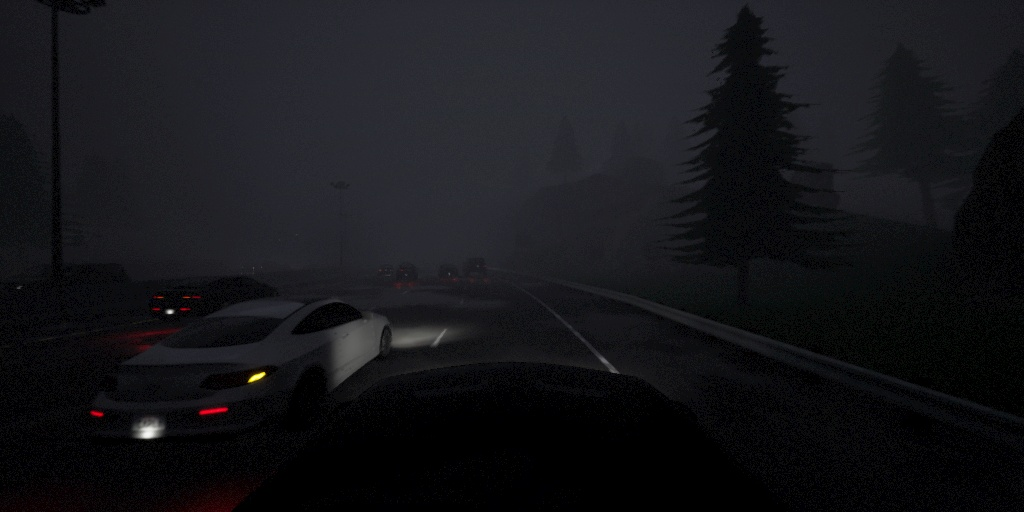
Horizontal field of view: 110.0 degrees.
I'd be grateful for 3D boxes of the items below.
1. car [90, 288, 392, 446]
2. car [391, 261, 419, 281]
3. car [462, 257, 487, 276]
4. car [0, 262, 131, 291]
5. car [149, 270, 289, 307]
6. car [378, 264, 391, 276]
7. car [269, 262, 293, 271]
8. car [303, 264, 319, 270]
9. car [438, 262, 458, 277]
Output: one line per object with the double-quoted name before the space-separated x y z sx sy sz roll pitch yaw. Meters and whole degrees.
"car" -3.339 1.341 5.528 1.812 1.442 4.674 0 0 -2
"car" -10.181 1.531 35.005 2.128 1.511 4.902 0 0 -13
"car" -4.298 1.199 40.768 2.150 2.045 5.566 0 0 -14
"car" -21.900 1.357 17.455 2.150 2.045 5.566 -1 0 -6
"car" -10.649 1.460 13.362 1.837 1.490 4.892 1 0 -5
"car" -15.357 1.700 43.749 2.033 1.411 5.357 -1 0 -19
"car" -34.156 2.031 53.538 1.994 1.385 4.181 -1 0 -20
"car" -31.468 1.987 56.325 2.033 1.411 5.357 -1 0 -22
"car" -7.267 1.621 40.256 1.895 1.301 4.718 -1 0 -15
